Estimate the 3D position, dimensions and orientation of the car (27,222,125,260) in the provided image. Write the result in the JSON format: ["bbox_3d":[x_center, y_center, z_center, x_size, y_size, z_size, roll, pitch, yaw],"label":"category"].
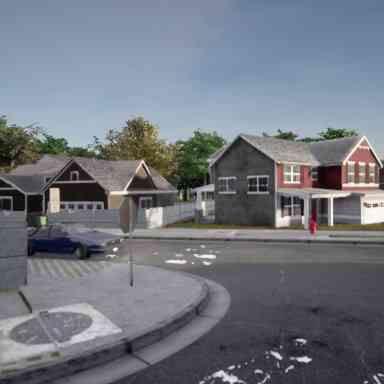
[{"bbox_3d":[-5.710,2.096,14.956,5.357,1.411,2.033,-2,0,21],"label":"car"}]
